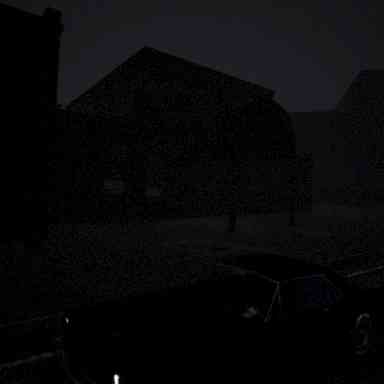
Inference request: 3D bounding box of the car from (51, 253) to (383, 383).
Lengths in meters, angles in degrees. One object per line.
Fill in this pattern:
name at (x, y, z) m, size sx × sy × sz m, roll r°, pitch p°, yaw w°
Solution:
car at (0.720, 1.617, 4.506) m, size 4.718 × 1.301 × 1.895 m, roll 0°, pitch 0°, yaw -35°
